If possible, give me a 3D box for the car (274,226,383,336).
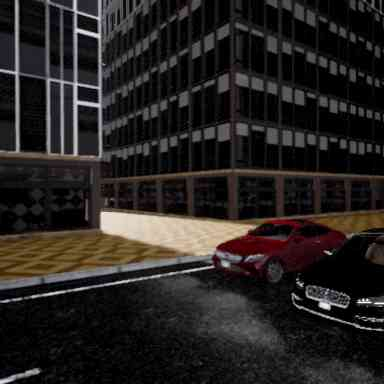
[{"bbox_3d":[4.030,1.511,6.566,4.892,1.490,1.837,0,0,-36],"label":"car"}]

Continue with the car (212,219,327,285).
[{"bbox_3d":[2.730,1.532,9.632,4.674,1.442,1.812,0,0,-36],"label":"car"}]
